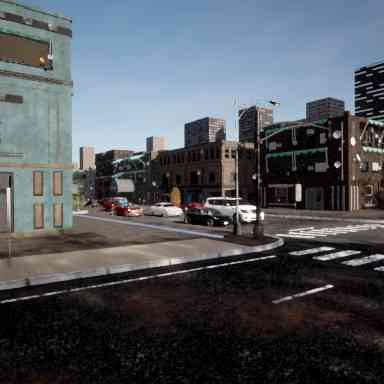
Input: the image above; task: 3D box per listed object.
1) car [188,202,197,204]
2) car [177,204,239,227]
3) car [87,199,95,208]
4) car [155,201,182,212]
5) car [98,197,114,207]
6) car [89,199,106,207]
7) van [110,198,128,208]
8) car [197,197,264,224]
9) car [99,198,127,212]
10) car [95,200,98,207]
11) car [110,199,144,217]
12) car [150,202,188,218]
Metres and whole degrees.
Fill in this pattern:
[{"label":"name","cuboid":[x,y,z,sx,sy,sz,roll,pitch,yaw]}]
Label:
[{"label":"car","cuboid":[-0.070,1.903,41.133,1.802,1.307,4.206,-2,0,-36]},{"label":"car","cuboid":[1.085,1.814,24.898,1.947,1.339,4.313,-2,0,-36]},{"label":"car","cuboid":[-19.196,2.159,63.450,2.128,1.511,4.902,-1,0,-36]},{"label":"car","cuboid":[-3.288,1.965,45.635,1.802,1.307,4.206,-2,0,-36]},{"label":"car","cuboid":[-13.421,2.066,55.370,1.837,1.490,4.892,-1,0,-36]},{"label":"car","cuboid":[-19.384,2.227,68.149,1.887,1.381,4.507,-1,0,-36]},{"label":"van","cuboid":[-12.951,1.906,59.143,1.690,1.788,3.998,-1,0,-36]},{"label":"car","cuboid":[3.165,1.444,26.662,2.150,2.045,5.566,-1,0,-35]},{"label":"car","cuboid":[-10.804,1.973,46.248,1.882,1.535,5.008,-1,0,-35]},{"label":"car","cuboid":[-16.171,1.939,63.646,2.192,1.841,5.009,-1,0,-36]},{"label":"car","cuboid":[-6.889,1.846,36.257,1.967,1.590,4.097,-1,0,-36]},{"label":"car","cuboid":[-2.781,1.866,34.990,1.812,1.442,4.674,-1,0,-35]}]
